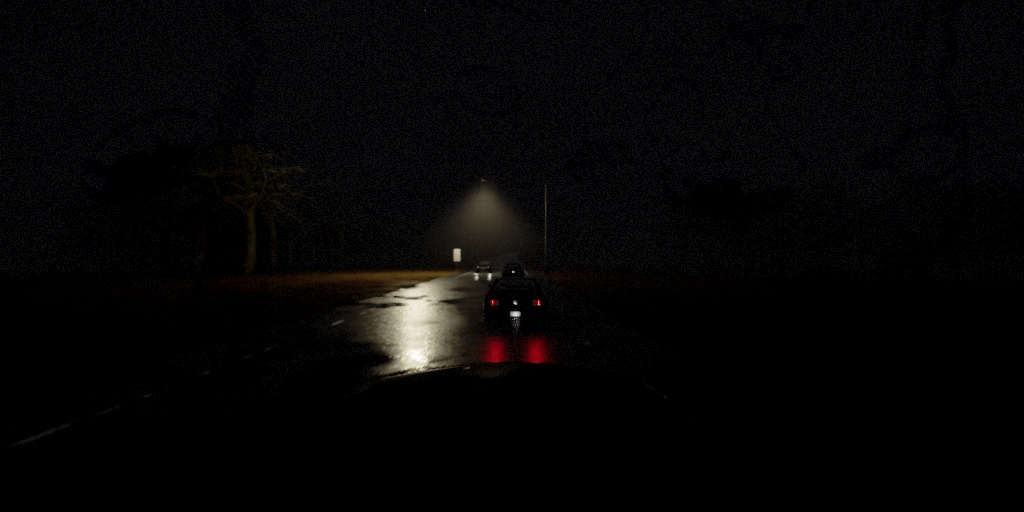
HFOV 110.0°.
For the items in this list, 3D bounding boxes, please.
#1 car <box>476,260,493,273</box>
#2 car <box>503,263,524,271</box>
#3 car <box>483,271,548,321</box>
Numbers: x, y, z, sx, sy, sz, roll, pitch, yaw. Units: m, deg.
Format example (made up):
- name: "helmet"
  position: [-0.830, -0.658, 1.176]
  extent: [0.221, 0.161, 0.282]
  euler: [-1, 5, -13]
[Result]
- name: "car"
  position: [-3.492, 1.306, 46.350]
  extent: [1.882, 1.535, 5.008]
  euler: [0, 0, 0]
- name: "car"
  position: [0.107, 1.367, 33.377]
  extent: [1.994, 1.385, 4.181]
  euler: [0, 0, 0]
- name: "car"
  position: [0.111, 1.365, 12.424]
  extent: [1.895, 1.301, 4.718]
  euler: [0, 0, 0]
